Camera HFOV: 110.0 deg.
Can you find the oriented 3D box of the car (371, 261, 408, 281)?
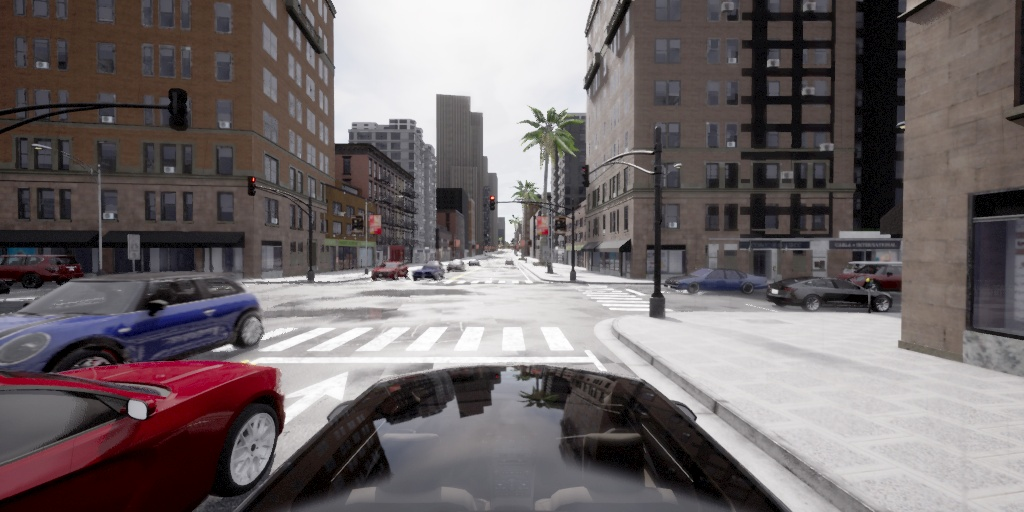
[{"bbox_3d":[-10.057,1.221,29.901,1.882,1.535,5.008,0,0,0],"label":"car"}]

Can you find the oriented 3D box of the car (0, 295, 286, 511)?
[{"bbox_3d":[-3.144,1.228,1.475,1.882,1.535,5.008,0,0,1],"label":"car"}]

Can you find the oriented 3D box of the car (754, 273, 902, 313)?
[{"bbox_3d":[12.863,1.514,14.713,4.313,1.339,1.948,0,0,0],"label":"car"}]

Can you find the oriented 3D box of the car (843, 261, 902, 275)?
[{"bbox_3d":[21.175,1.279,20.670,4.553,1.767,2.097,0,1,0],"label":"car"}]

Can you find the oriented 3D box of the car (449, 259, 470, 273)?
[{"bbox_3d":[-6.917,1.286,44.705,2.033,1.411,5.357,0,0,0],"label":"car"}]

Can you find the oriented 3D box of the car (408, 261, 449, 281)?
[{"bbox_3d":[-6.808,1.344,29.598,1.895,1.301,4.718,0,0,0],"label":"car"}]

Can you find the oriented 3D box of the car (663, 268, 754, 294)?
[{"bbox_3d":[11.705,1.400,20.659,5.357,1.411,2.033,0,1,0],"label":"car"}]

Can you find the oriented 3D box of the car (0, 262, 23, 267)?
[{"bbox_3d":[-24.034,1.126,14.575,4.892,1.490,1.837,1,1,-9],"label":"car"}]

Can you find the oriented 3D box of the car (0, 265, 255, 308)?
[{"bbox_3d":[-6.632,1.099,6.137,2.097,1.767,4.553,0,0,0],"label":"car"}]

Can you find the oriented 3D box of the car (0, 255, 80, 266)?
[{"bbox_3d":[-27.280,0.836,19.908,5.009,1.841,2.192,0,0,-9],"label":"car"}]
